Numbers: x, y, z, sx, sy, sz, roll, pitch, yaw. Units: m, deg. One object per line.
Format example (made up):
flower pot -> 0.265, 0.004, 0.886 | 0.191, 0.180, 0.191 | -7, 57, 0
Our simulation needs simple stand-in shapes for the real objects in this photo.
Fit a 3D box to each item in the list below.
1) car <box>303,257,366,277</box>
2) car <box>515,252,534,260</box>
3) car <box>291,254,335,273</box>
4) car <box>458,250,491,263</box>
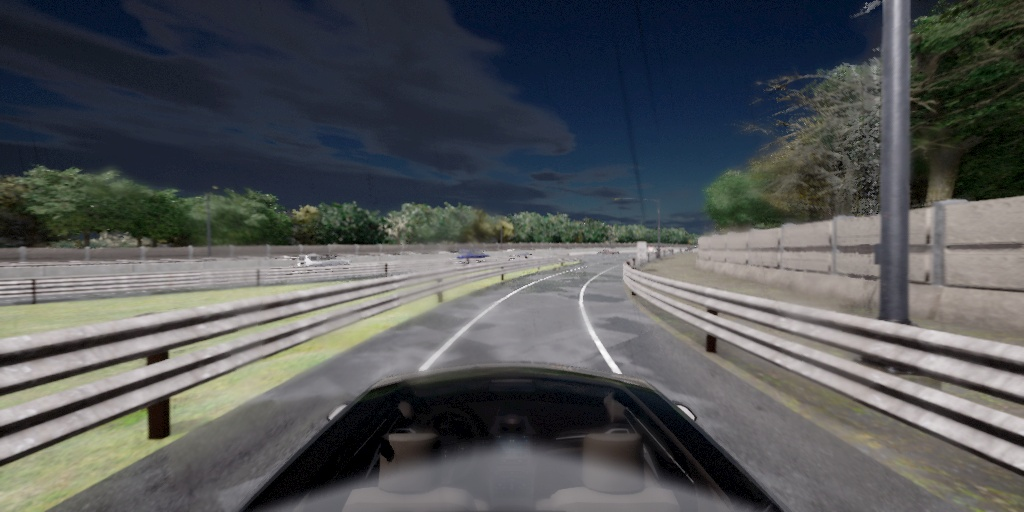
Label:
car -> -17.564, 1.178, 36.264 | 2.033, 1.411, 5.357 | 1, 3, 43
car -> 2.413, 0.118, 57.548 | 1.812, 1.442, 4.674 | 1, 3, 43
car -> -20.099, 0.798, 38.668 | 2.150, 2.045, 5.566 | 1, 3, 43
car -> -5.597, 0.036, 54.119 | 2.150, 2.045, 5.566 | 1, 3, 43
